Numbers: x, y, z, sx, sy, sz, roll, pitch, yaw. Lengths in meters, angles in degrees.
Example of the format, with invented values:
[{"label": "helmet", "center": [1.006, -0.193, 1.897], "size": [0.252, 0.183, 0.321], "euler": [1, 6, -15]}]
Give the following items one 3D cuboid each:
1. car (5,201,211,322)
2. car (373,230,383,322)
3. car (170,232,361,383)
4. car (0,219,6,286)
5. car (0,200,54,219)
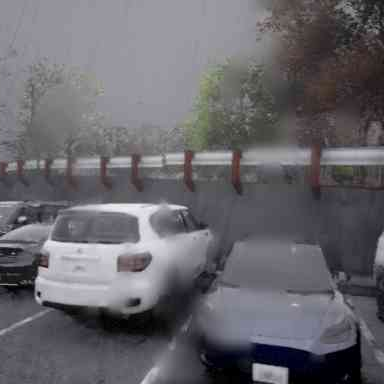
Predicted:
[{"label": "car", "center": [-0.986, 1.272, 7.600], "size": [2.435, 2.045, 5.566], "euler": [0, -1, 15]}, {"label": "car", "center": [3.921, 1.228, 4.031], "size": [2.435, 2.045, 5.566], "euler": [0, -1, 15]}, {"label": "car", "center": [1.457, 1.531, 5.781], "size": [2.163, 1.488, 4.792], "euler": [0, -1, 16]}, {"label": "car", "center": [-3.470, 1.545, 9.316], "size": [2.231, 1.521, 4.892], "euler": [0, -1, 16]}, {"label": "car", "center": [-5.928, 1.314, 11.051], "size": [2.435, 2.045, 5.566], "euler": [0, -1, 16]}]
